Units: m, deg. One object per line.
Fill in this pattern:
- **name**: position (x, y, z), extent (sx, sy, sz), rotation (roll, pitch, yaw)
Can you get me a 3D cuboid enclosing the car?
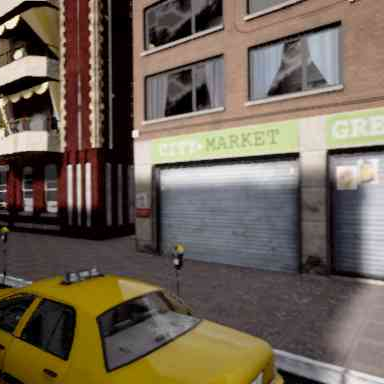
- **car**: position (-1.450, 1.559, 3.907), extent (4.829, 1.417, 1.752), rotation (-1, -1, 35)
